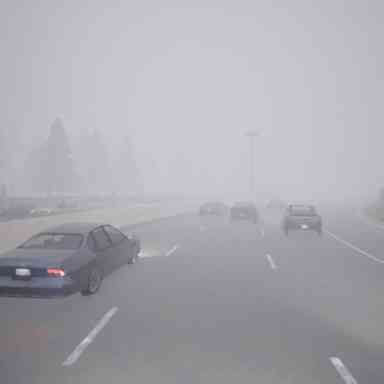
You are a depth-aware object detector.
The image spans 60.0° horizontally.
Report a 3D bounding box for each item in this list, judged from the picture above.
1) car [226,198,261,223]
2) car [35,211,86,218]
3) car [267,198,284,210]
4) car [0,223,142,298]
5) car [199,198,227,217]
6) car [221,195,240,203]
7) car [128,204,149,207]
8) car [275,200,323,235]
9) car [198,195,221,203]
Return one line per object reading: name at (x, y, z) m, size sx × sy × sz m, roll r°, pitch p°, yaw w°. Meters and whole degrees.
car at (4.110, 1.401, 25.087) m, size 1.882 × 1.535 × 5.008 m, roll 0°, pitch 0°, yaw 16°
car at (-10.383, 1.486, 26.107) m, size 1.895 × 1.301 × 4.718 m, roll 0°, pitch 0°, yaw 15°
car at (10.473, 1.411, 40.811) m, size 1.812 × 1.442 × 4.674 m, roll 0°, pitch 0°, yaw 27°
car at (-2.828, 1.511, 8.610) m, size 2.033 × 1.411 × 5.357 m, roll 0°, pitch 0°, yaw 6°
car at (2.056, 1.465, 30.082) m, size 1.994 × 1.385 × 4.181 m, roll 0°, pitch 0°, yaw 19°
car at (7.394, 1.332, 63.718) m, size 1.812 × 1.442 × 4.674 m, roll 0°, pitch 0°, yaw 32°
car at (-4.600, 1.402, 32.801) m, size 1.812 × 1.442 × 4.674 m, roll 0°, pitch 0°, yaw 20°
car at (5.936, 1.443, 18.363) m, size 2.128 × 1.511 × 4.902 m, roll 0°, pitch 0°, yaw 12°
car at (3.412, 1.340, 63.892) m, size 2.033 × 1.411 × 5.357 m, roll 0°, pitch 0°, yaw 32°
